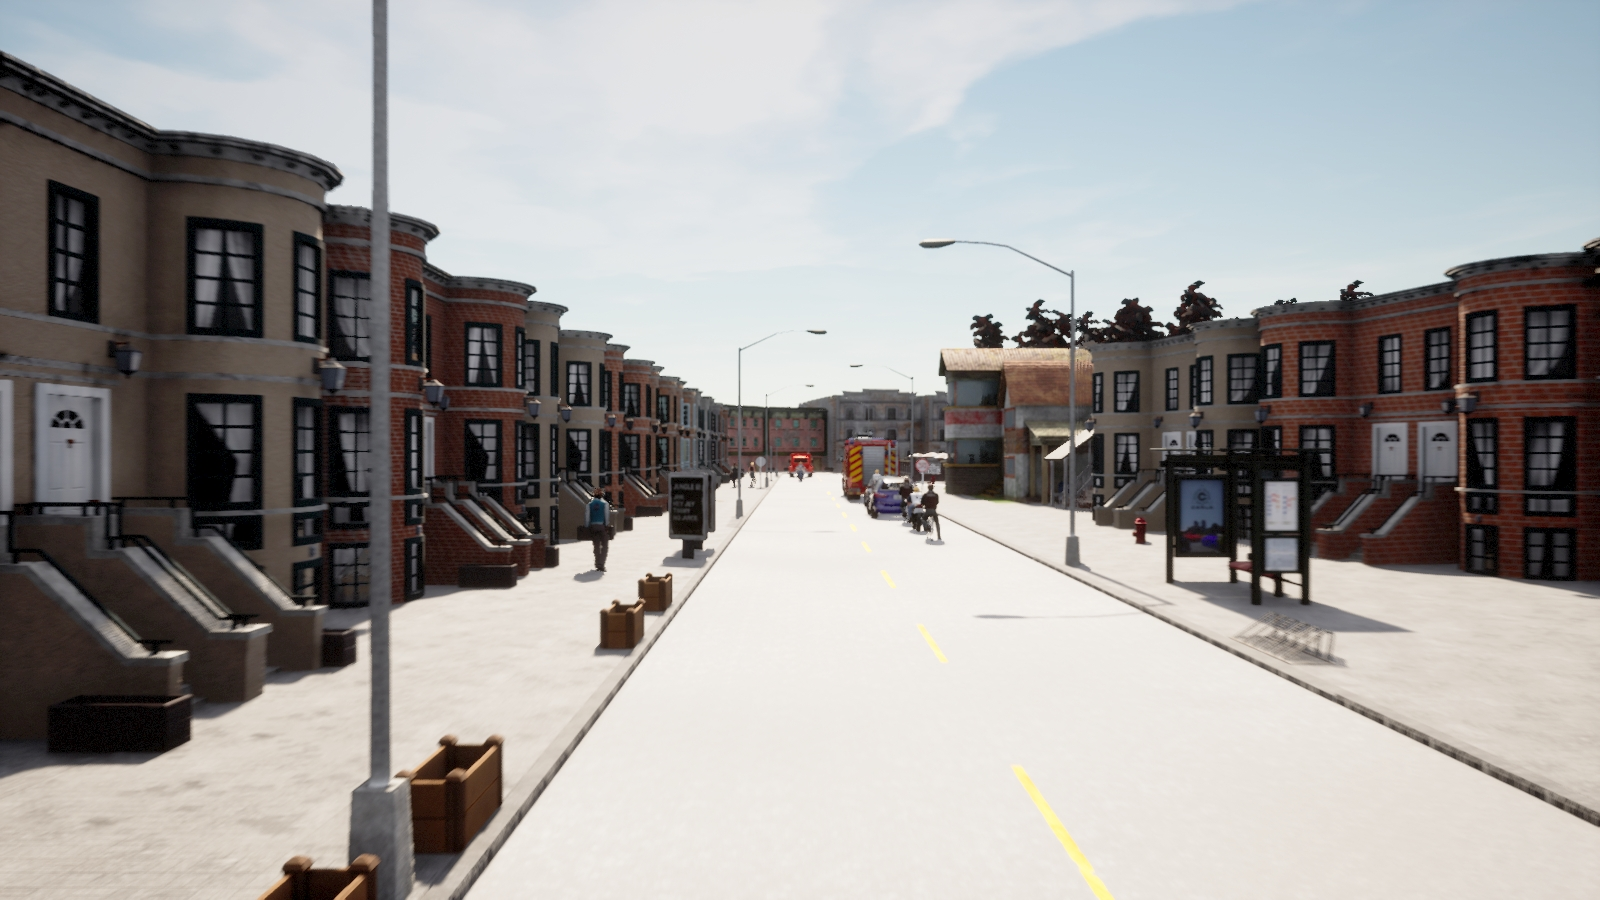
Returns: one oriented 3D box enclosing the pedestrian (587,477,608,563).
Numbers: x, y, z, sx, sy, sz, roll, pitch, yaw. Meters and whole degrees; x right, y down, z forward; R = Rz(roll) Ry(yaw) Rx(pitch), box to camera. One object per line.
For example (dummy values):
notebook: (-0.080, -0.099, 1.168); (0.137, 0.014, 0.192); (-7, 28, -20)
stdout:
pedestrian: (-4.463, 1.533, 25.219); (0.375, 1.860, 0.375); (0, 0, 6)

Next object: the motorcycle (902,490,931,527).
motorcycle: (4.024, 2.005, 39.500); (0.803, 1.145, 2.033); (0, 0, 0)

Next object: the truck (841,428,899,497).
truck: (4.039, 0.691, 67.334); (2.891, 3.827, 8.468); (0, 0, 0)

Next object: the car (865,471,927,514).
car: (4.031, 1.762, 48.664); (2.242, 1.667, 4.611); (0, 0, 0)

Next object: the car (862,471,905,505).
car: (4.042, 1.817, 55.675); (1.789, 1.549, 3.705); (0, 0, 0)

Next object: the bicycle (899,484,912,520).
bicycle: (4.020, 1.953, 43.412); (0.329, 1.271, 1.835); (0, 0, 0)
